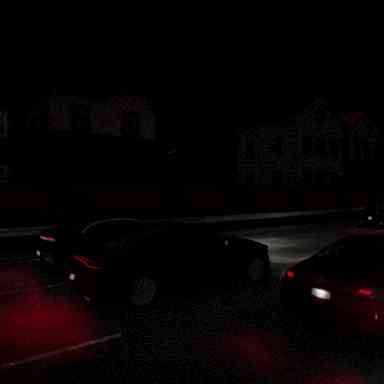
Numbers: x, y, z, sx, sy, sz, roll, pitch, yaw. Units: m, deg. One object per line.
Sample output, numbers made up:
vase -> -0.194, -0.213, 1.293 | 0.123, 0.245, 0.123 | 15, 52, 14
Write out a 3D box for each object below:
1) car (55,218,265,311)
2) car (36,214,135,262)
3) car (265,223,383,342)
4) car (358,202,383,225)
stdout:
car -> -0.295, 1.465, 7.836 | 5.008, 1.535, 1.882 | 0, 0, -36
car -> -2.318, 1.479, 10.692 | 4.902, 1.511, 2.128 | 0, 0, -36
car -> 3.638, 1.544, 6.343 | 4.181, 1.385, 1.994 | 0, 0, -36
car -> 12.715, 1.410, 21.421 | 5.008, 1.535, 1.882 | 0, 0, -36
